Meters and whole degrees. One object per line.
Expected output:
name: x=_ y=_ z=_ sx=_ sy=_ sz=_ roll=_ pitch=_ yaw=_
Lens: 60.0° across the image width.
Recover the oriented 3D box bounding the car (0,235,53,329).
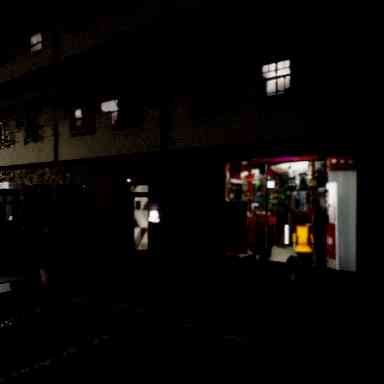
car: x=-4.377 y=1.437 z=5.997 sx=4.097 sy=1.590 sz=1.967 roll=0 pitch=0 yaw=35
